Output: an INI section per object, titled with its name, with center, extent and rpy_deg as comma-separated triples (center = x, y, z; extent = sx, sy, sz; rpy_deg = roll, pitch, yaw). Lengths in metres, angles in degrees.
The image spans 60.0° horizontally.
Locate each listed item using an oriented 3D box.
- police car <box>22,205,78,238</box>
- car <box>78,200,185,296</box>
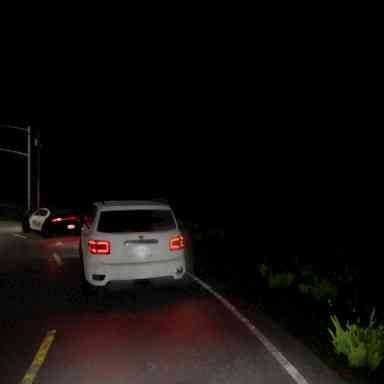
[police car]
center = -7.490, 1.504, 17.841
extent = 2.038, 1.542, 4.974
rpy_deg = 0, 0, -43
[car]
center = -1.859, 1.221, 9.022
extent = 2.150, 2.045, 5.566
rpy_deg = 0, 0, -19
